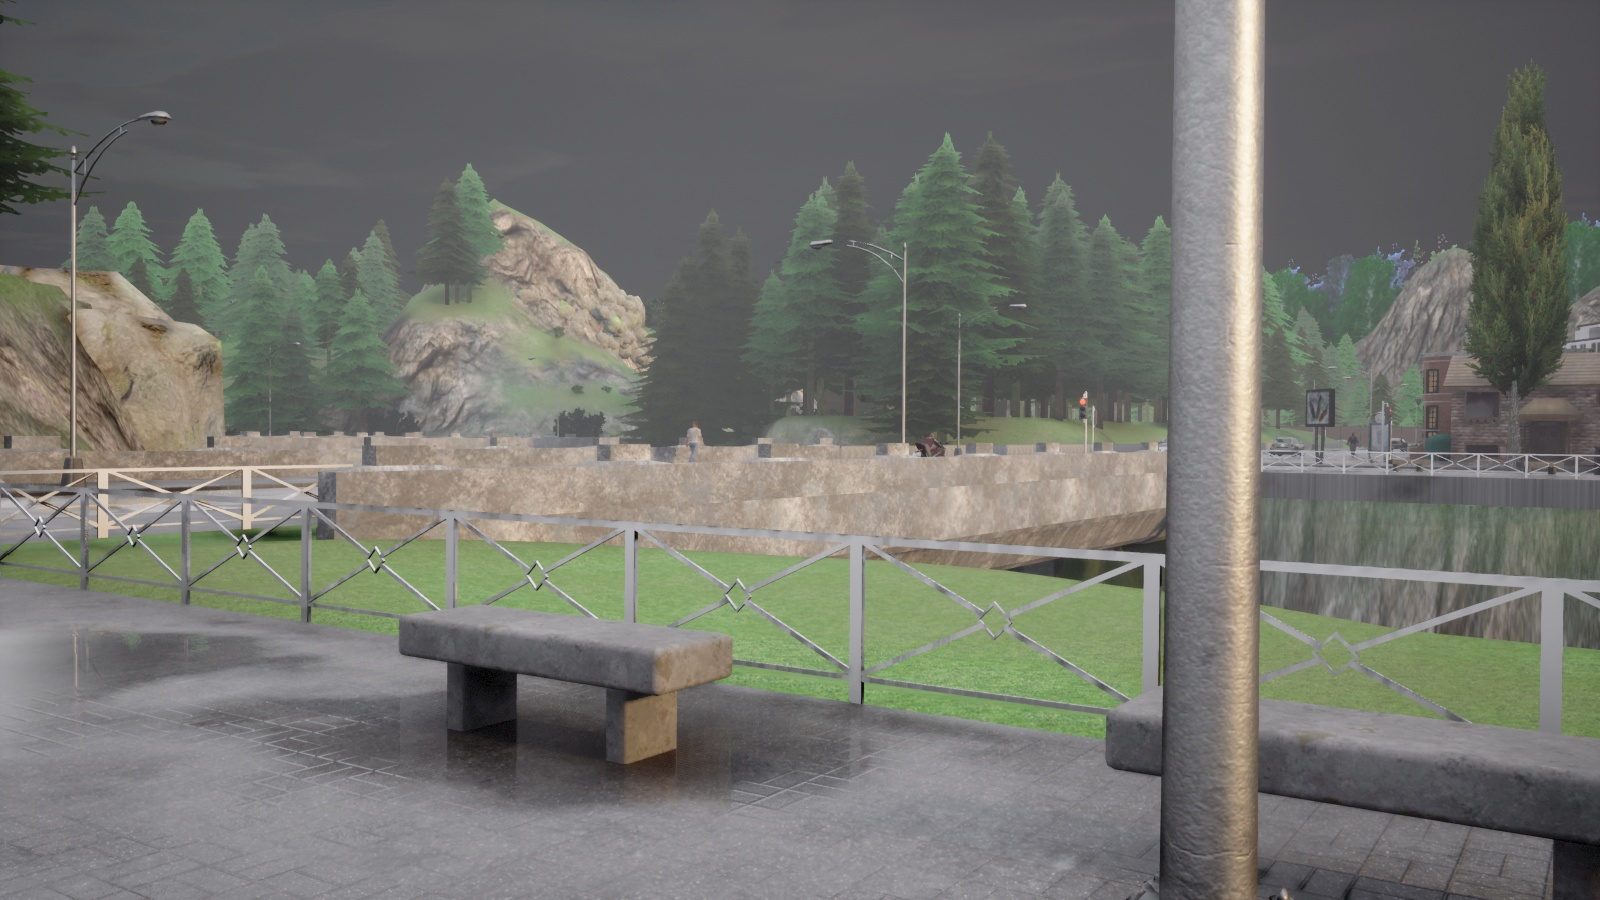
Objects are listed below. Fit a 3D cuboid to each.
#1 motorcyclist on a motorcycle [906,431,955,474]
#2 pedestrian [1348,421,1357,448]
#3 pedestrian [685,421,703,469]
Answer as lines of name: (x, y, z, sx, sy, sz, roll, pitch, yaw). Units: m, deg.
motorcyclist on a motorcycle: (4.851, 0.086, 46.644, 0.866, 1.530, 2.191, 0, 1, 34)
pedestrian: (38.594, -1.108, 87.699, 0.563, 1.883, 0.849, 0, 1, 25)
pedestrian: (-4.089, -0.181, 48.278, 0.354, 1.836, 0.706, 0, 1, 26)
